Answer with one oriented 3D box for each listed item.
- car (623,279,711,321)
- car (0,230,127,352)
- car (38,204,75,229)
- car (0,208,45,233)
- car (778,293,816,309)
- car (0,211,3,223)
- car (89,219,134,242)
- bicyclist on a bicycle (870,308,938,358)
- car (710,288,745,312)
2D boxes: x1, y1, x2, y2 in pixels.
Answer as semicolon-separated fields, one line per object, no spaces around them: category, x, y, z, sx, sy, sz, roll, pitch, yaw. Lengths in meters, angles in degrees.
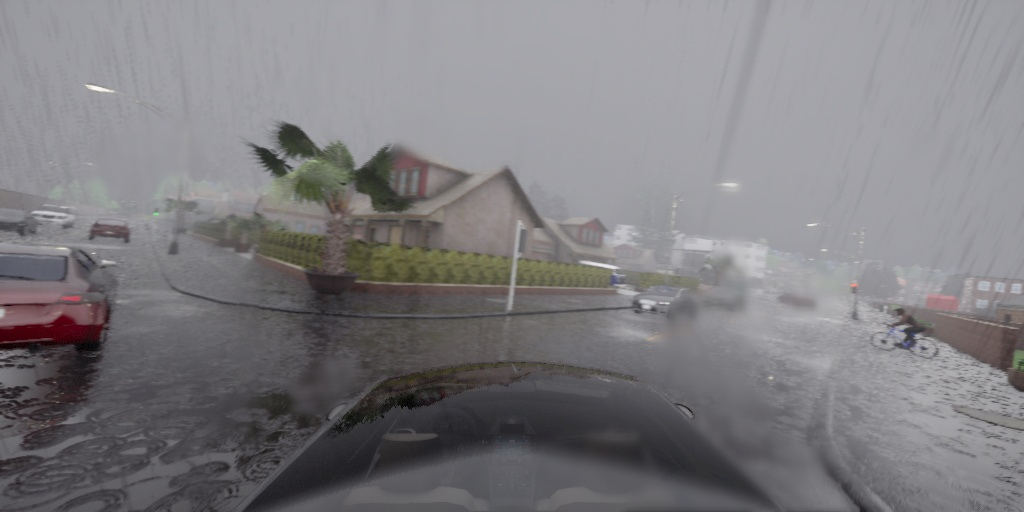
car;7.576;2.152;17.409;2.128;1.511;4.902;6;0;44
car;-7.549;0.473;5.506;4.181;1.385;1.994;6;0;44
car;-42.458;-3.699;33.250;5.566;2.045;2.150;6;-1;44
car;-30.439;-2.133;21.641;5.008;1.535;1.882;6;0;44
car;32.285;5.012;40.732;1.882;1.535;5.008;7;0;15
car;-22.425;-1.188;13.953;5.357;1.411;2.033;6;0;44
car;-28.538;-1.903;25.590;5.008;1.535;1.882;6;0;44
bicyclist on a bicycle;13.986;2.713;12.781;1.656;1.620;0.582;7;0;44
car;15.028;3.037;25.272;1.837;1.490;4.892;6;0;44
